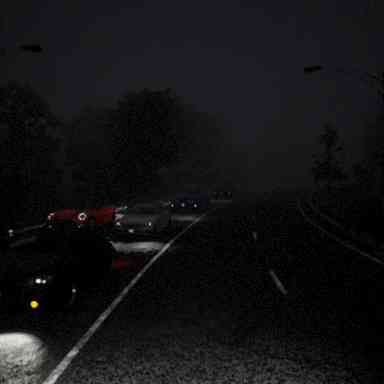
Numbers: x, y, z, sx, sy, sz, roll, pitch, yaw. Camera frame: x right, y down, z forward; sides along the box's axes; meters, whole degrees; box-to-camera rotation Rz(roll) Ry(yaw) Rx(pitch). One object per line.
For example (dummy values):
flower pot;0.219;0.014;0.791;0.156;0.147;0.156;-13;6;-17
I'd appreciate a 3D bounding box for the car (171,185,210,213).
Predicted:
car;0.021;0.479;27.775;2.150;2.045;5.566;0;3;15

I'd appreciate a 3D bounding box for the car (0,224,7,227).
car;-6.599;1.432;8.401;1.837;1.490;4.892;0;1;5

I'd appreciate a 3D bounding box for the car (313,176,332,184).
car;29.876;-2.780;76.992;2.097;1.767;4.553;0;3;43

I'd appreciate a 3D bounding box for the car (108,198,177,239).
car;-2.218;1.280;16.242;1.812;1.442;4.674;0;2;8

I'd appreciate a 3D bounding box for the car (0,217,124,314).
car;-3.164;1.510;7.508;1.994;1.385;4.181;0;1;4

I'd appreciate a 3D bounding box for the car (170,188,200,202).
car;-0.684;0.308;37.979;1.895;1.301;4.718;0;3;19

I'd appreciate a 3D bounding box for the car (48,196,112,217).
car;-5.570;1.077;17.394;2.097;1.767;4.553;0;2;9

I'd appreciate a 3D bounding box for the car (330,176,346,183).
car;37.078;-3.290;84.343;5.008;1.535;1.882;-5;3;-42

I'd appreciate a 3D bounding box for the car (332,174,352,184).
car;34.043;-3.049;76.382;5.566;2.045;2.150;-5;3;-45

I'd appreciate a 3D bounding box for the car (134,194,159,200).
car;-3.712;0.890;27.162;1.994;1.385;4.181;0;3;13

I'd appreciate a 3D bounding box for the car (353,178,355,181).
car;41.701;-3.429;83.809;4.892;1.490;1.837;-4;3;-40

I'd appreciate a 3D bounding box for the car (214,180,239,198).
car;4.482;-0.476;42.144;2.150;2.045;5.566;0;3;21
